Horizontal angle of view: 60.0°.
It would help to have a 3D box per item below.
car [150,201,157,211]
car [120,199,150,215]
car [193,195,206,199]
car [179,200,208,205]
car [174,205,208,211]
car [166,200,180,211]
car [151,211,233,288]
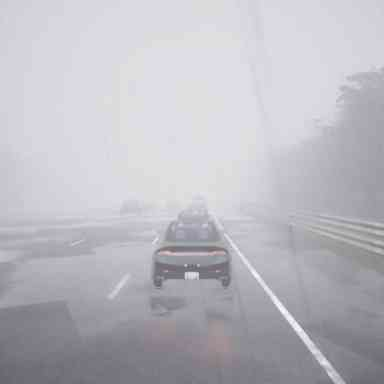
[{"bbox_3d":[-5.964,1.871,45.354,1.895,1.301,4.718,0,-1,2],"label":"car"},{"bbox_3d":[-6.293,1.533,36.075,2.097,1.767,4.553,0,-1,2],"label":"car"},{"bbox_3d":[1.029,1.476,44.871,2.150,2.045,5.566,0,-1,2],"label":"car"},{"bbox_3d":[0.331,1.639,28.106,2.033,1.411,5.357,0,0,2],"label":"car"},{"bbox_3d":[0.096,1.648,18.742,1.895,1.301,4.718,0,0,1],"label":"car"},{"bbox_3d":[-2.466,1.812,45.307,2.033,1.411,5.357,0,-1,2],"label":"car"},{"bbox_3d":[0.006,1.519,9.334,2.128,1.511,4.902,0,0,0],"label":"car"}]
